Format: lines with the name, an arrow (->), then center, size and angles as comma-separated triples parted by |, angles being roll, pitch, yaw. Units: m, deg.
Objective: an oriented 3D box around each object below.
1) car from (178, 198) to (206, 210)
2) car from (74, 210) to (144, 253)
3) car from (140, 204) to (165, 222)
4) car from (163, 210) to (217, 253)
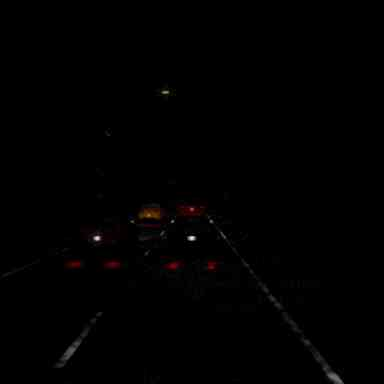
car -> -0.006, 1.493, 29.009 | 2.150, 2.045, 5.566 | 0, 0, 0
car -> -3.496, 1.700, 14.287 | 1.994, 1.385, 4.181 | 0, -1, 0
car -> -3.500, 1.758, 29.486 | 1.882, 1.535, 5.008 | 0, 0, 0
car -> 0.001, 1.701, 14.305 | 1.994, 1.385, 4.181 | 0, 0, 0
